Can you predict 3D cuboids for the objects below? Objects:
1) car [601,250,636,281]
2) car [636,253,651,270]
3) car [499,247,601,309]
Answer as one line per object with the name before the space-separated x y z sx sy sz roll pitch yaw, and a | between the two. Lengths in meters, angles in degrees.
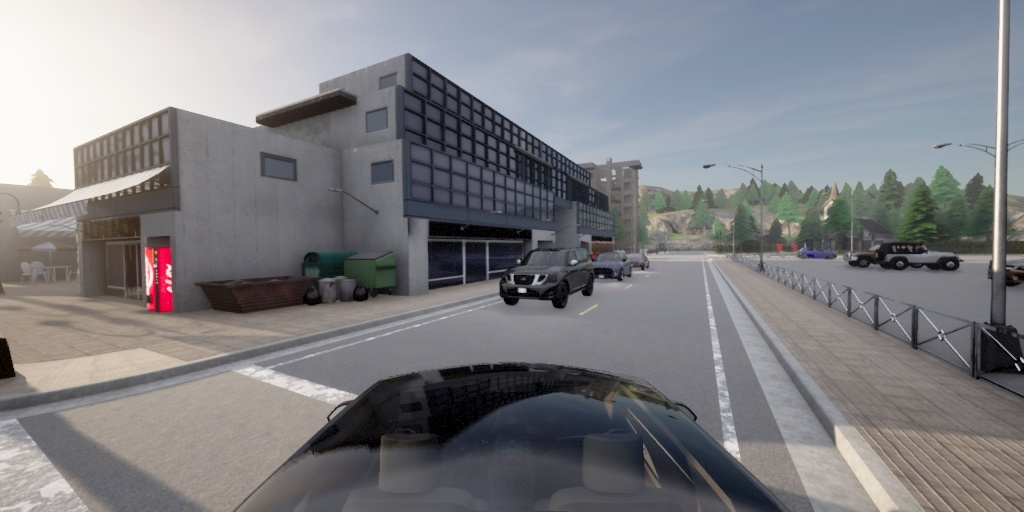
car | 6.186 0.545 22.664 2.097 1.767 4.553 0 2 28
car | 10.956 0.439 31.716 1.812 1.442 4.674 0 2 28
car | 1.605 0.684 13.959 2.150 2.045 5.566 0 1 28
